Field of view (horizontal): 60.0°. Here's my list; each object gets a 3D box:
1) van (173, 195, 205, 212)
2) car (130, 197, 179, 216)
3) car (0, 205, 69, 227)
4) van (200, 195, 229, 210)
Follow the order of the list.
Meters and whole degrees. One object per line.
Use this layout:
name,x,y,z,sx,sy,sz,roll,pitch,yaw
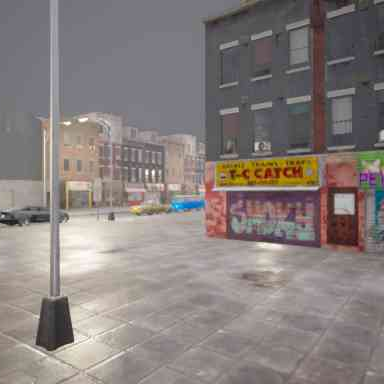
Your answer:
van,-0.470,1.250,35.939,1.690,1.788,3.998,0,0,36
car,-3.666,1.449,31.476,1.752,1.417,4.829,0,0,36
car,-10.357,1.522,22.134,1.947,1.339,4.313,0,0,36
van,2.826,1.235,40.541,1.690,1.788,3.998,0,0,36
